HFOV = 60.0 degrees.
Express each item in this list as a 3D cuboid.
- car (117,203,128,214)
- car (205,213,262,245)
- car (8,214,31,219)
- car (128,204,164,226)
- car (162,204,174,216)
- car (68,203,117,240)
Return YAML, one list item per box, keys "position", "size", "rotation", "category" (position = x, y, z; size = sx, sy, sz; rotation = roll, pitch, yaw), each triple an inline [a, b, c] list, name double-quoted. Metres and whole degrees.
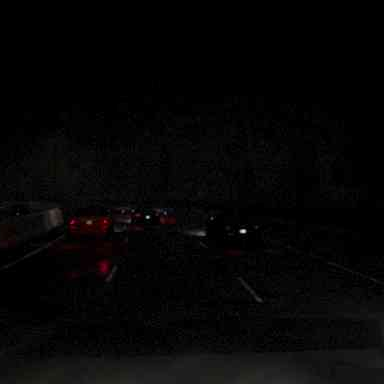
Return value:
- position: [-9.055, 2.056, 41.509]
  size: [1.895, 1.301, 4.718]
  rotation: [0, -1, -24]
  category: "car"
- position: [1.948, 1.735, 16.723]
  size: [1.994, 1.385, 4.181]
  rotation: [0, -1, -9]
  category: "car"
- position: [-17.374, 1.897, 33.765]
  size: [1.837, 1.490, 4.892]
  rotation: [0, -1, -22]
  category: "car"
- position: [-3.781, 1.850, 26.547]
  size: [1.994, 1.385, 4.181]
  rotation: [0, -1, -15]
  category: "car"
- position: [-3.599, 2.002, 37.498]
  size: [1.895, 1.301, 4.718]
  rotation: [0, -1, -20]
  category: "car"
- position: [-5.490, 1.559, 18.531]
  size: [2.097, 1.767, 4.553]
  rotation: [0, -1, -11]
  category: "car"
